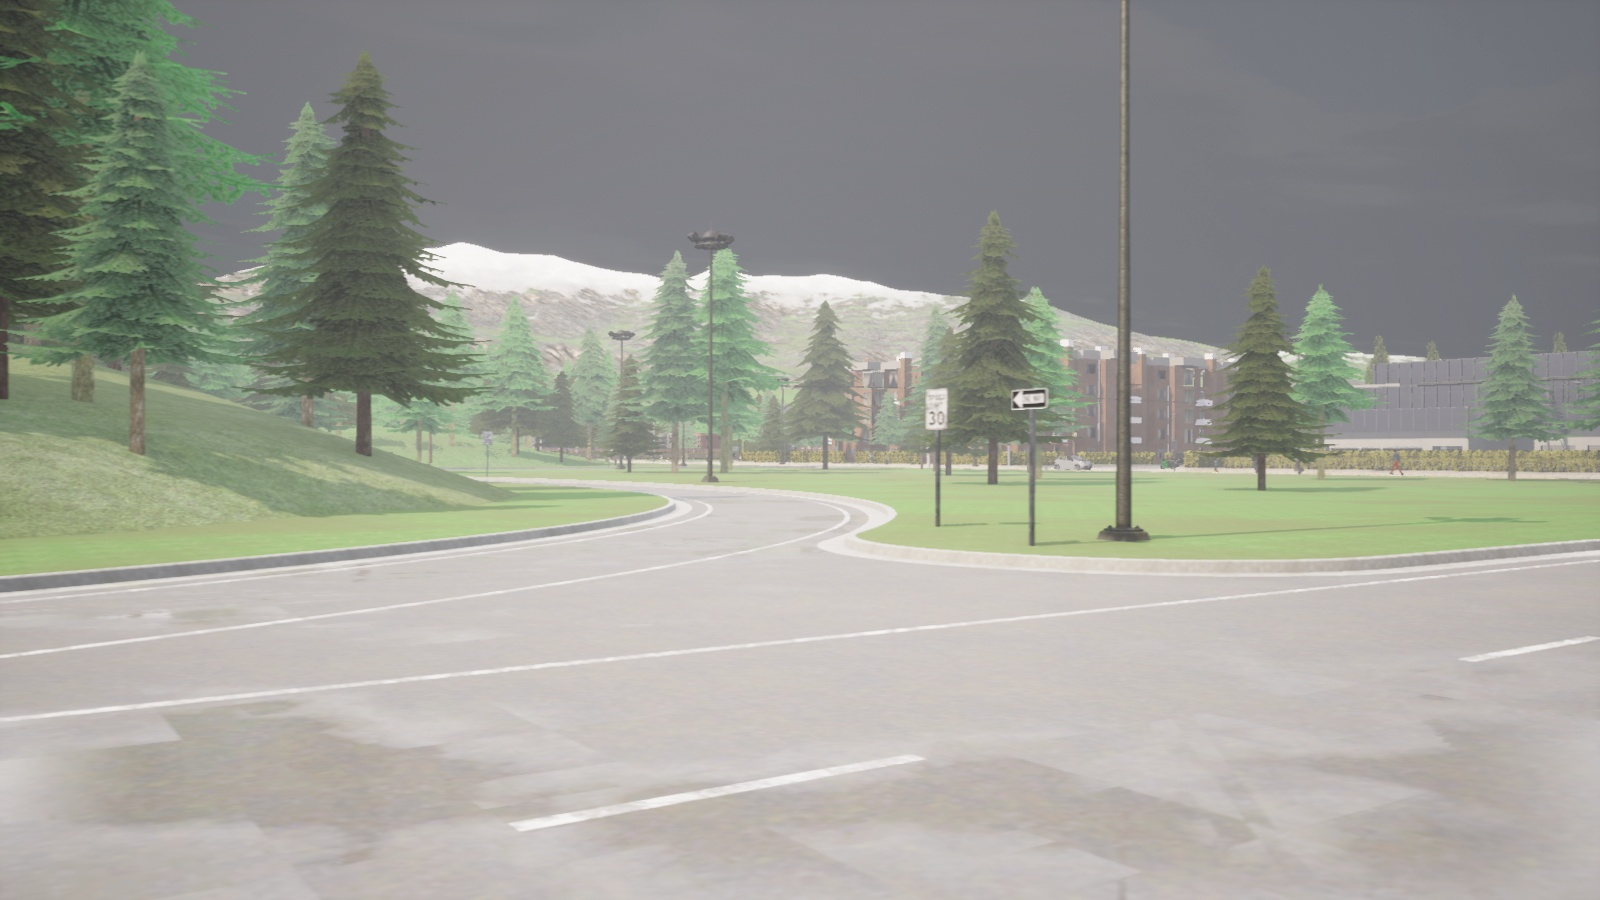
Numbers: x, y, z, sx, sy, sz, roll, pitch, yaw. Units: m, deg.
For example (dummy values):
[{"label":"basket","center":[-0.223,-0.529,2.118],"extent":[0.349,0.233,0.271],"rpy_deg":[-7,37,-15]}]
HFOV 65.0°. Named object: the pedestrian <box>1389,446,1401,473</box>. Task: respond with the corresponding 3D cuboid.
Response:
[{"label":"pedestrian","center":[40.450,0.642,85.332],"extent":[0.353,1.847,0.614],"rpy_deg":[0,0,-34]}]
